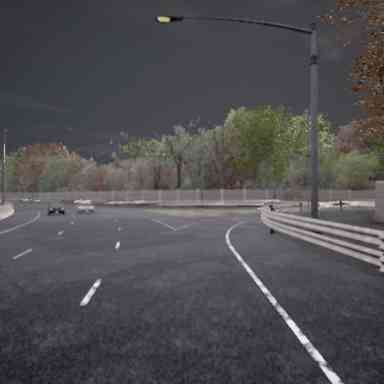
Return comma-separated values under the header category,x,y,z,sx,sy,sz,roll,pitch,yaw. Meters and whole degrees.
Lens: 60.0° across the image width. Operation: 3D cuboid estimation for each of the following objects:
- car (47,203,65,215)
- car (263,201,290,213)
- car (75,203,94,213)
category,x,y,z,sx,sy,sz,roll,pitch,yaw
car,-16.412,2.034,40.109,1.895,1.301,4.718,0,-1,-25
car,10.213,1.884,40.370,1.837,1.490,4.892,-3,-2,40
car,-14.015,2.060,43.203,1.895,1.301,4.718,0,-1,-26
